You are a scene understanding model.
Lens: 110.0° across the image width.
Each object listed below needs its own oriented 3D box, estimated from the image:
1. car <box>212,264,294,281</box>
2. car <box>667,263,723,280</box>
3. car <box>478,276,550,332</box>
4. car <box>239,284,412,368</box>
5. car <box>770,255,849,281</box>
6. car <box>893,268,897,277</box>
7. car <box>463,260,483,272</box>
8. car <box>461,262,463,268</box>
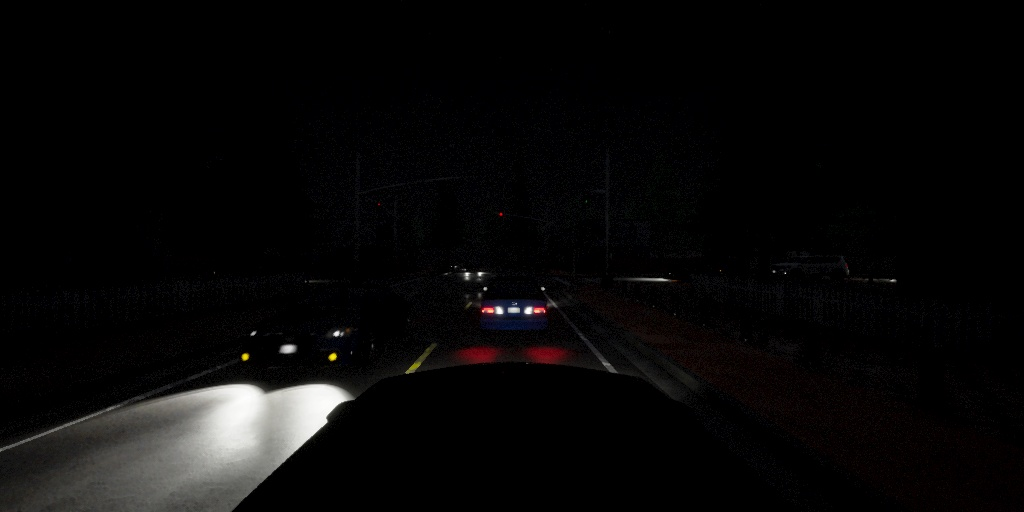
[{"bbox_3d":[-19.842,1.282,27.518,5.357,1.411,2.033,0,0,2],"label":"car"},{"bbox_3d":[15.313,1.299,30.194,4.181,1.385,1.994,0,0,2],"label":"car"},{"bbox_3d":[0.062,1.297,10.777,2.033,1.411,5.357,0,0,0],"label":"car"},{"bbox_3d":[-3.609,1.314,7.773,1.994,1.385,4.181,0,0,0],"label":"car"},{"bbox_3d":[24.678,0.956,29.915,5.566,2.045,2.150,0,0,1],"label":"car"},{"bbox_3d":[34.524,1.087,29.607,4.553,1.767,2.097,0,0,2],"label":"car"},{"bbox_3d":[-4.780,1.220,44.704,1.837,1.490,4.892,0,0,-6],"label":"car"},{"bbox_3d":[-6.858,1.262,56.539,2.033,1.411,5.357,0,0,-15],"label":"car"}]
